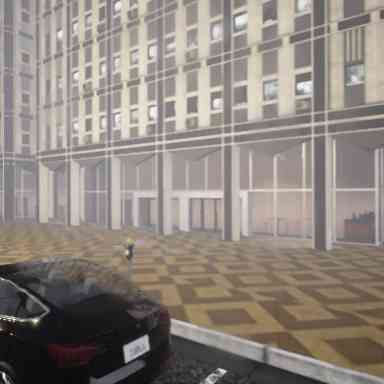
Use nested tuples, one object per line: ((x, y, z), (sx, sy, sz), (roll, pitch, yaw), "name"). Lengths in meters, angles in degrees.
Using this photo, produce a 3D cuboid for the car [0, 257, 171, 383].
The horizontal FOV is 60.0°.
((-2.232, 1.572, 4.478), (4.313, 1.339, 1.947), (0, 0, 36), "car")
